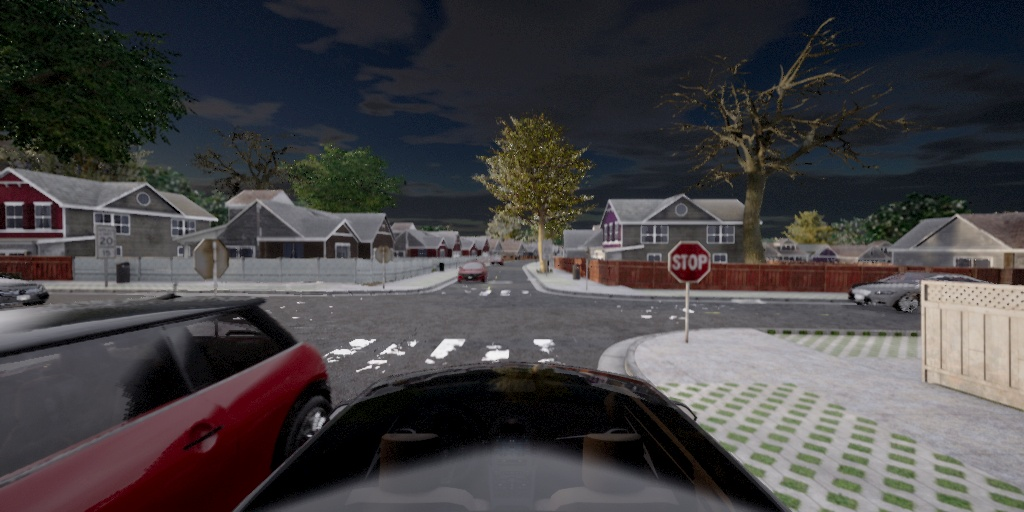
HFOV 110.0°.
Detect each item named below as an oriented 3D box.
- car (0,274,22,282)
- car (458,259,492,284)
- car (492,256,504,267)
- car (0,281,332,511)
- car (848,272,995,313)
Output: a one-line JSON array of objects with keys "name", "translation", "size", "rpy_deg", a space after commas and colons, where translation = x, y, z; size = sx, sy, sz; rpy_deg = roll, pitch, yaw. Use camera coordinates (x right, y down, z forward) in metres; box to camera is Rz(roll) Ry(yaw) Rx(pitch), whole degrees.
[{"name": "car", "translation": [-18.228, 1.079, 11.703], "size": [4.674, 1.442, 1.812], "rpy_deg": [0, 1, 1]}, {"name": "car", "translation": [-2.741, 1.125, 26.047], "size": [1.882, 1.535, 5.008], "rpy_deg": [0, 1, 0]}, {"name": "car", "translation": [-2.398, 0.809, 58.128], "size": [1.882, 1.535, 5.008], "rpy_deg": [0, 0, 5]}, {"name": "car", "translation": [-2.750, 1.101, 1.509], "size": [2.097, 1.767, 4.553], "rpy_deg": [0, 0, 0]}, {"name": "car", "translation": [16.305, 1.413, 14.262], "size": [4.902, 1.511, 2.128], "rpy_deg": [1, 1, 1]}]
